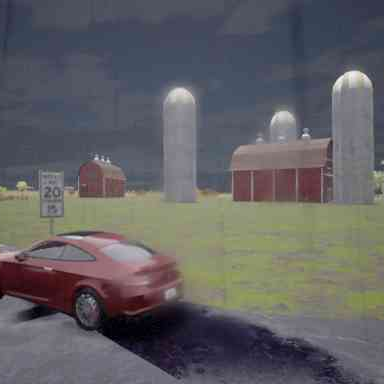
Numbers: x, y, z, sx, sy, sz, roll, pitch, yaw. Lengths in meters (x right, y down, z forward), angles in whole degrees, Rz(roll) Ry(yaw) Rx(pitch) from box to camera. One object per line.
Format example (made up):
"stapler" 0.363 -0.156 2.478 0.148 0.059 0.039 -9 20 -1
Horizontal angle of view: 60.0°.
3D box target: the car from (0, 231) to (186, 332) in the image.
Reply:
"car" -2.327 1.528 6.769 4.674 1.442 1.812 0 0 31
